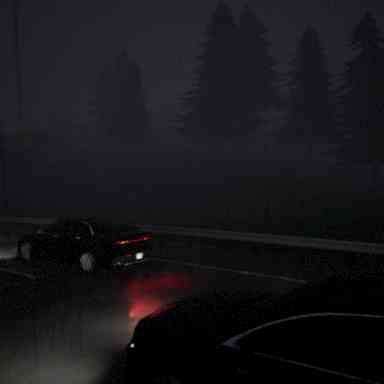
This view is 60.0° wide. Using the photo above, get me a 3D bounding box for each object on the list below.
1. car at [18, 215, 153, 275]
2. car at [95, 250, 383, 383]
[{"bbox_3d":[-3.463,1.487,10.385,4.892,1.490,1.837,0,0,33],"label":"car"},{"bbox_3d":[1.542,1.500,2.791,4.892,1.490,1.837,0,0,35],"label":"car"}]
